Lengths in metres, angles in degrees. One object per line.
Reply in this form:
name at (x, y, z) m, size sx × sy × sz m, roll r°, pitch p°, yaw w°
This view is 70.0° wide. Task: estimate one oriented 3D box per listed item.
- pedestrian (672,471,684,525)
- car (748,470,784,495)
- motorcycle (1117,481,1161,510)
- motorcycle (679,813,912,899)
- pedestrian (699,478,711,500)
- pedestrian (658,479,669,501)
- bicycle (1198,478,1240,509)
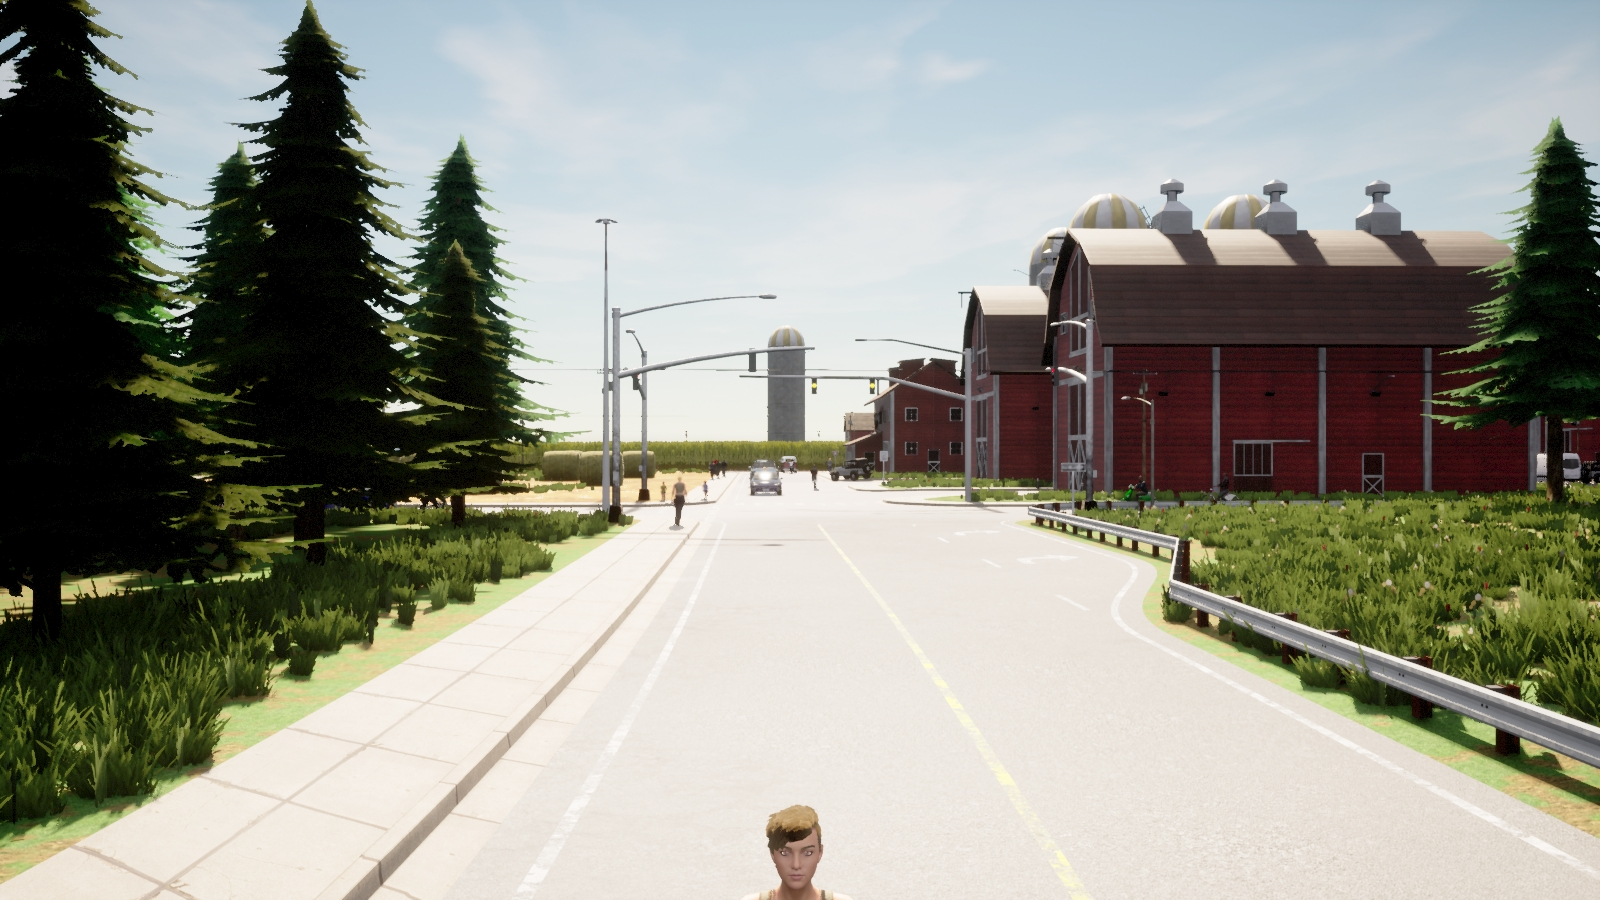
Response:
pedestrian at (-4.213, 1.672, 39.577) m, size 0.375 × 1.860 × 0.375 m, roll 0°, pitch 0°, yaw 1°
car at (-2.153, 2.036, 72.119) m, size 2.163 × 1.488 × 4.792 m, roll 0°, pitch 0°, yaw -2°
motorcycle at (15.989, 2.145, 53.899) m, size 1.805 × 1.316 × 0.856 m, roll 0°, pitch 0°, yaw -1°
motorcycle at (-0.013, 2.128, 3.457) m, size 0.764 × 1.307 × 2.356 m, roll 0°, pitch 0°, yaw 0°
pedestrian at (-5.000, 2.053, 60.155) m, size 0.500 × 1.100 × 0.500 m, roll 0°, pitch 0°, yaw -28°
pedestrian at (-6.993, 2.063, 58.503) m, size 0.500 × 1.100 × 0.500 m, roll 0°, pitch 0°, yaw -10°
bicycle at (19.800, 2.064, 53.998) m, size 1.835 × 1.471 × 0.329 m, roll 0°, pitch 0°, yaw -1°
